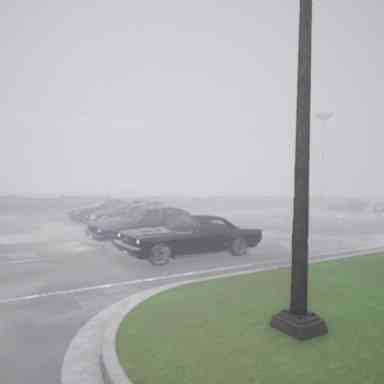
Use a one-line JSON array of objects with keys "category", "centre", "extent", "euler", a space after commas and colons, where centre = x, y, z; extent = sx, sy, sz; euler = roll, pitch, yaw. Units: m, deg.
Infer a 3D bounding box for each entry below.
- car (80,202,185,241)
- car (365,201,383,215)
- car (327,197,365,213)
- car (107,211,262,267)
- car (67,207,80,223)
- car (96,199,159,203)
[{"category": "car", "centre": [-1.595, 1.309, 13.978], "extent": [5.357, 1.411, 2.033], "euler": [1, 1, -33]}, {"category": "car", "centre": [18.864, 1.380, 31.151], "extent": [4.902, 1.511, 2.128], "euler": [1, 1, -32]}, {"category": "car", "centre": [15.618, 1.274, 33.237], "extent": [5.008, 1.535, 1.882], "euler": [1, 1, -32]}, {"category": "car", "centre": [-0.054, 1.439, 10.814], "extent": [4.718, 1.301, 1.895], "euler": [1, 1, -33]}, {"category": "car", "centre": [-5.034, 1.130, 20.072], "extent": [4.674, 1.442, 1.812], "euler": [1, 1, -33]}, {"category": "car", "centre": [-2.782, 1.179, 17.371], "extent": [4.902, 1.511, 2.128], "euler": [1, 1, -33]}]
